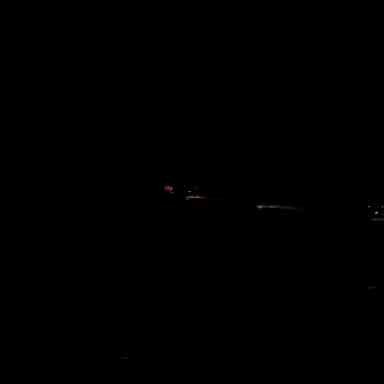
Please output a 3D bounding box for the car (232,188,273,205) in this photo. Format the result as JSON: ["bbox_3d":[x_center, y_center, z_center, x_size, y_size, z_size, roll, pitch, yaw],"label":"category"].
[{"bbox_3d":[6.113,0.388,33.735,1.882,1.535,5.008,2,2,-29],"label":"car"}]

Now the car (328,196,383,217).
[{"bbox_3d":[11.286,0.985,24.119,1.895,1.301,4.718,1,2,-28],"label":"car"}]

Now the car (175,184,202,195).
[{"bbox_3d":[-0.634,-0.391,52.767,2.128,1.511,4.902,1,2,-28],"label":"car"}]

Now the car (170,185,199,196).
[{"bbox_3d":[-0.820,-0.209,46.539,1.837,1.490,4.892,1,2,-28],"label":"car"}]

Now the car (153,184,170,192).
[{"bbox_3d":[-5.421,-0.771,61.473,2.033,1.411,5.357,1,2,-29],"label":"car"}]
